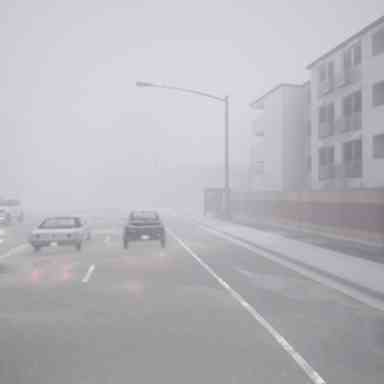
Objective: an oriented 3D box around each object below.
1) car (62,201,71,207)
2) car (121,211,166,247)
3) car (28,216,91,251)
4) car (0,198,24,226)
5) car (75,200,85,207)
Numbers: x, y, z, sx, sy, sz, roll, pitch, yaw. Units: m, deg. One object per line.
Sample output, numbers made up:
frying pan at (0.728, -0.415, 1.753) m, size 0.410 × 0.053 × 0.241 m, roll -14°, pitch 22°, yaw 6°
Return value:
car at (-33.306, 3.177, 88.167) m, size 2.128 × 1.511 × 4.902 m, roll 0°, pitch -2°, yaw -14°
car at (-2.319, 1.648, 15.857) m, size 2.128 × 1.511 × 4.902 m, roll 0°, pitch 0°, yaw -10°
car at (-5.732, 1.753, 15.055) m, size 1.895 × 1.301 × 4.718 m, roll 0°, pitch -1°, yaw -10°
car at (-14.985, 1.478, 26.193) m, size 2.150 × 2.045 × 5.566 m, roll 0°, pitch -1°, yaw -11°
car at (-29.913, 3.011, 89.029) m, size 2.097 × 1.767 × 4.553 m, roll 0°, pitch -2°, yaw -14°
